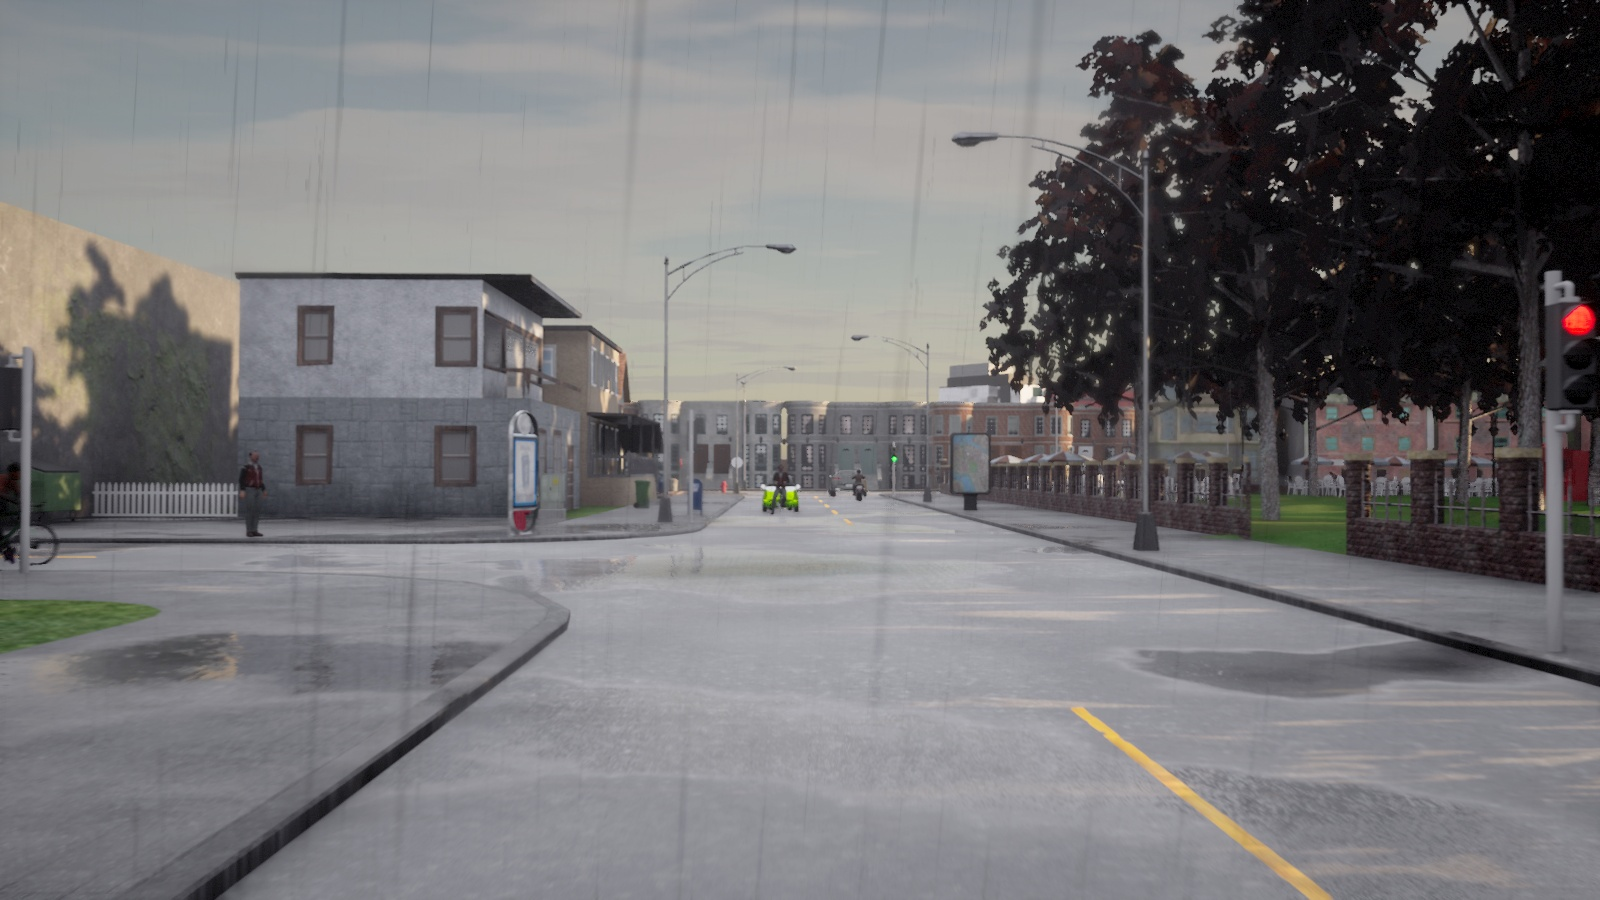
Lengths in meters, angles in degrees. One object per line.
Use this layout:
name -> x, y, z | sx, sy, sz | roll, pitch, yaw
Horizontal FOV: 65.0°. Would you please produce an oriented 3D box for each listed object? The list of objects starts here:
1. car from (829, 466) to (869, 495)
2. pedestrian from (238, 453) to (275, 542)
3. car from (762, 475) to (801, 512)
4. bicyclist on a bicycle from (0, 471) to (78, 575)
car -> 2.900, 1.820, 75.935 | 2.152, 1.651, 5.027 | 0, -1, -1
pedestrian -> -11.555, 1.005, 26.688 | 0.720, 1.854, 0.376 | -1, -1, 31
car -> -0.705, 1.654, 47.972 | 1.481, 1.376, 2.207 | 0, -1, -1
bicyclist on a bicycle -> -12.433, 1.140, 19.877 | 1.656, 1.620, 0.582 | 0, -1, -1
